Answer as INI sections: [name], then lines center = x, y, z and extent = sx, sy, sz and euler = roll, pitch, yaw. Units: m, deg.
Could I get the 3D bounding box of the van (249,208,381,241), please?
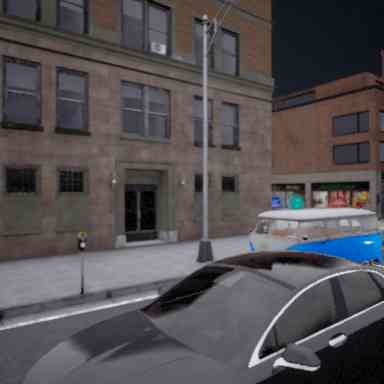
[van]
center = 3.197, 1.333, 8.492
extent = 3.998, 1.788, 1.690
euler = 0, 0, -35

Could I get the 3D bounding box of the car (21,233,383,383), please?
[car]
center = 0.809, 1.502, 3.636
extent = 4.892, 1.490, 1.837
euler = 0, 0, -35
